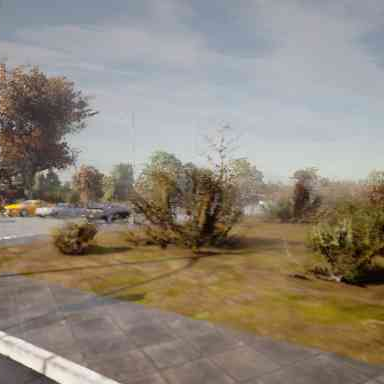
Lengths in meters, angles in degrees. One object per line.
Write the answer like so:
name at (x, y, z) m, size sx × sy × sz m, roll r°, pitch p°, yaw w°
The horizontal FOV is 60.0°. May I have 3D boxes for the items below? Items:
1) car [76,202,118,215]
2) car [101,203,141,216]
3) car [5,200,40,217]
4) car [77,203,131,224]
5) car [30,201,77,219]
car at (-11.626, 2.067, 41.175) m, size 2.033 × 1.411 × 5.357 m, roll 1°, pitch -2°, yaw 23°
car at (-8.403, 2.108, 39.835) m, size 2.033 × 1.411 × 5.357 m, roll 1°, pitch -2°, yaw 22°
car at (-15.387, 1.552, 32.002) m, size 1.882 × 1.535 × 5.008 m, roll 1°, pitch -2°, yaw 23°
car at (-6.272, 1.622, 26.099) m, size 2.128 × 1.511 × 4.902 m, roll 1°, pitch -2°, yaw 23°
car at (-12.094, 1.723, 30.809) m, size 1.895 × 1.301 × 4.718 m, roll 1°, pitch -2°, yaw 22°
